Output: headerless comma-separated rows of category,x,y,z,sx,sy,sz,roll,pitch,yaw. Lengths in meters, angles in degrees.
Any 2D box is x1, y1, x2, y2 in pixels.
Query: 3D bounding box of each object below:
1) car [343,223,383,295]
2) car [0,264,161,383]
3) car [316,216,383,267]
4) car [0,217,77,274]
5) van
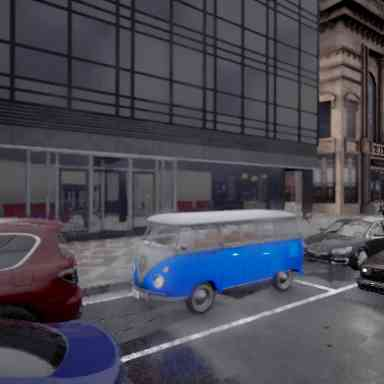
car,5.965,1.489,7.621,5.357,1.411,2.033,-1,0,-35
car,-2.513,1.533,1.555,4.674,1.442,1.812,0,0,-35
car,5.272,1.485,10.518,4.403,1.369,2.008,0,1,-35
car,-3.886,1.320,3.982,5.009,1.841,2.192,0,1,-35
van,0.694,1.312,7.249,3.998,1.788,1.690,0,1,-35
